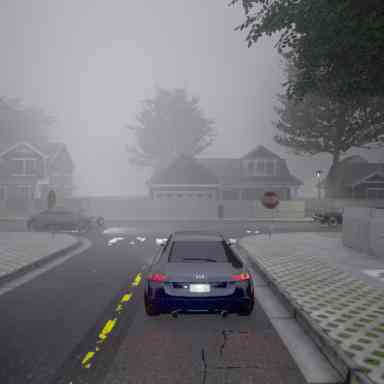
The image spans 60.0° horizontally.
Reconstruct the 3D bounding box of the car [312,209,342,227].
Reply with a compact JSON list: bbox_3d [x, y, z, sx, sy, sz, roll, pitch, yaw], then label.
[{"bbox_3d":[10.751,1.632,22.602,4.718,1.301,1.895,0,1,-1],"label":"car"}]

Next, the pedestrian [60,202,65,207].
[{"bbox_3d":[-9.823,1.338,25.255,0.375,1.300,0.375,0,0,-1],"label":"pedestrian"}]

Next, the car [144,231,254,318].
[{"bbox_3d":[0.105,1.562,7.514,1.994,1.385,4.181,0,0,-1],"label":"car"}]

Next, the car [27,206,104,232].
[{"bbox_3d":[-7.301,1.552,19.430,4.181,1.385,1.994,0,1,-1],"label":"car"}]
